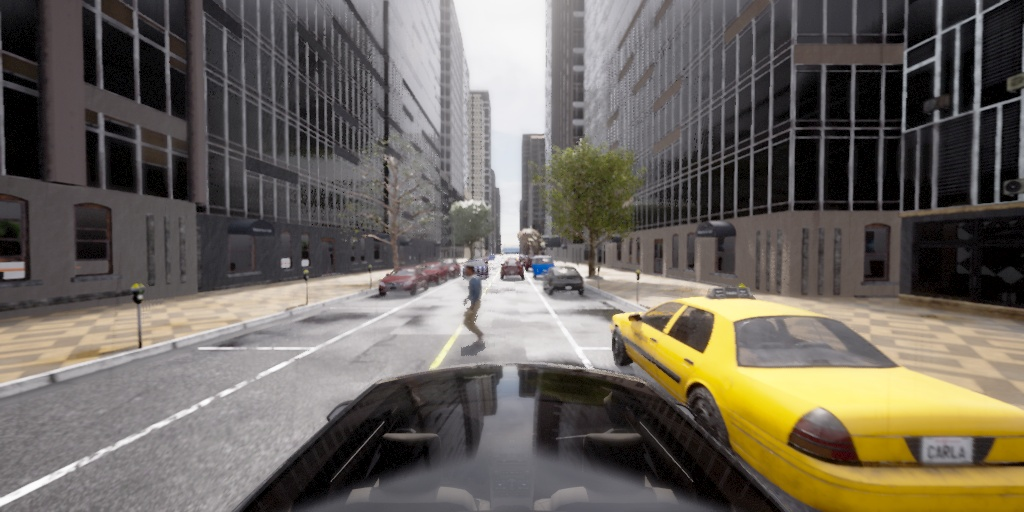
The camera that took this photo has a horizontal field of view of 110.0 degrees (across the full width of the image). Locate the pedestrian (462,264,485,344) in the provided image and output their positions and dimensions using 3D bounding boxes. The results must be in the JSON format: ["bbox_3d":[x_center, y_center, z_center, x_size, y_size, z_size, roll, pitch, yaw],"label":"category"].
[{"bbox_3d":[-0.828,0.996,7.805,0.375,1.860,0.375,-1,1,0],"label":"pedestrian"}]

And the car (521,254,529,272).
[{"bbox_3d":[2.517,0.764,40.852,2.192,1.841,5.009,0,0,0],"label":"car"}]

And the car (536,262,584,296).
[{"bbox_3d":[2.545,1.172,18.259,2.007,1.370,4.403,0,0,0],"label":"car"}]

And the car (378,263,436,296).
[{"bbox_3d":[-5.336,1.203,18.218,1.802,1.307,4.207,0,0,0],"label":"car"}]

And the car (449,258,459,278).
[{"bbox_3d":[-5.350,0.975,29.515,1.967,1.591,4.097,0,0,0],"label":"car"}]

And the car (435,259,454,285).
[{"bbox_3d":[-5.345,1.123,23.867,1.888,1.381,4.507,0,0,0],"label":"car"}]

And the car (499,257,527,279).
[{"bbox_3d":[0.037,1.060,29.585,1.812,1.442,4.674,0,1,0],"label":"car"}]

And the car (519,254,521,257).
[{"bbox_3d":[0.029,0.880,47.131,1.882,1.535,5.008,0,0,0],"label":"car"}]

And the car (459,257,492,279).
[{"bbox_3d":[-2.874,1.062,29.287,1.812,1.442,4.674,0,0,0],"label":"car"}]

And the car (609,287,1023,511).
[{"bbox_3d":[2.748,1.181,4.830,1.801,1.575,5.366,0,0,0],"label":"car"}]

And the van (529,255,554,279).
[{"bbox_3d":[2.531,0.876,29.556,1.690,1.789,3.998,0,0,0],"label":"van"}]
